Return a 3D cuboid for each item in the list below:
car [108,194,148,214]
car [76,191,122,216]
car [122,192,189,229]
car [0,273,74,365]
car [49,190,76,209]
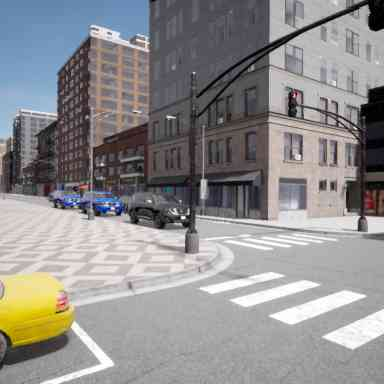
[{"bbox_3d":[-6.258,1.110,32.237,2.097,1.767,4.553,1,0,-35],"label":"car"},{"bbox_3d":[-8.013,0.960,29.188,2.150,2.045,5.566,1,0,-35],"label":"car"},{"bbox_3d":[-2.070,1.053,20.778,2.150,2.045,5.566,1,0,-35],"label":"car"},{"bbox_3d":[-3.979,1.525,3.914,4.829,1.417,1.752,0,1,-36],"label":"car"},{"bbox_3d":[-14.209,0.862,37.973,2.150,2.045,5.566,1,0,-35],"label":"car"}]
